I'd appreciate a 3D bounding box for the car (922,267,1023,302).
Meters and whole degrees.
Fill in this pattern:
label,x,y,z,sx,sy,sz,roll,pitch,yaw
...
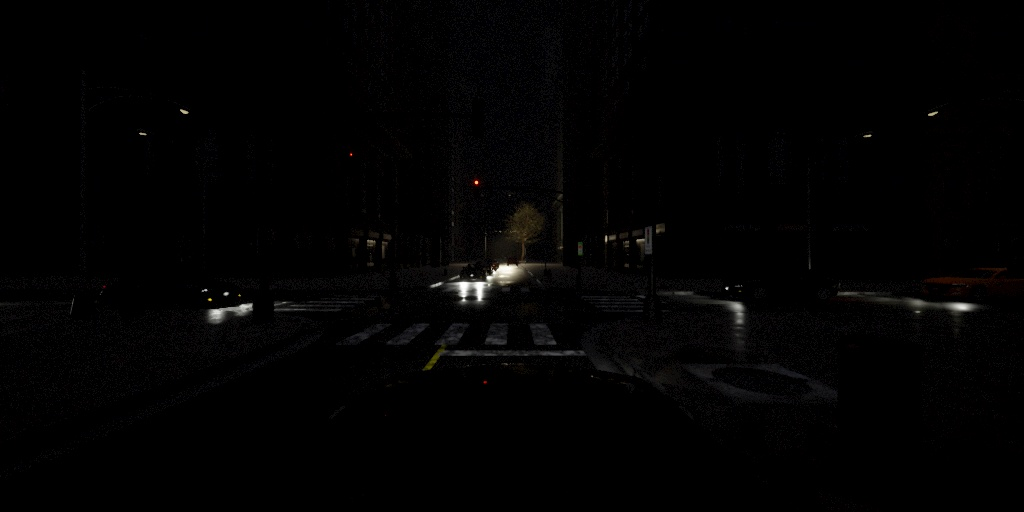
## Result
label,x,y,z,sx,sy,sz,roll,pitch,yaw
car,22.545,1.299,16.960,5.008,1.535,1.882,0,0,0

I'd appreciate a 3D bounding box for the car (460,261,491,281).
label,x,y,z,sx,sy,sz,roll,pitch,yaw
car,-3.092,1.314,29.564,1.994,1.385,4.181,0,0,0

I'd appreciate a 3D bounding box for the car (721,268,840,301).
label,x,y,z,sx,sy,sz,roll,pitch,yaw
car,12.590,1.297,16.969,4.892,1.490,1.837,0,0,0

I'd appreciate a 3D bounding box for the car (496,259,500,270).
label,x,y,z,sx,sy,sz,roll,pitch,yaw
car,-3.075,1.115,48.280,2.097,1.767,4.553,0,0,0

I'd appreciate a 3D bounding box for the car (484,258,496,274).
label,x,y,z,sx,sy,sz,roll,pitch,yaw
car,-3.089,1.231,38.634,1.882,1.535,5.008,0,0,0

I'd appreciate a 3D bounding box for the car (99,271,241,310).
label,x,y,z,sx,sy,sz,roll,pitch,yaw
car,-12.990,1.268,13.787,4.181,1.385,1.994,0,0,0

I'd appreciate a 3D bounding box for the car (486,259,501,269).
label,x,y,z,sx,sy,sz,roll,pitch,yaw
car,-3.032,1.268,58.541,2.128,1.511,4.902,0,0,0
